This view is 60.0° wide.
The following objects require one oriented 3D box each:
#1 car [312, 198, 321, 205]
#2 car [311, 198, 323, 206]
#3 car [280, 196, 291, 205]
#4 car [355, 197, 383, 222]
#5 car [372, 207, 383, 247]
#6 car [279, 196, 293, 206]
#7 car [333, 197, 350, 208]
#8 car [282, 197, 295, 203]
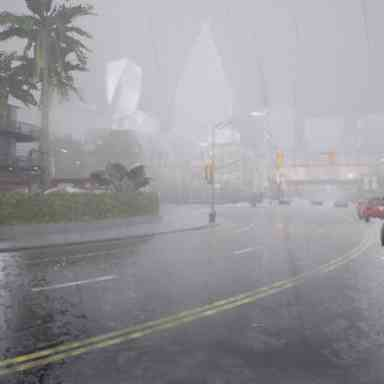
[{"bbox_3d":[28.256,2.121,75.633,1.812,1.442,4.674,0,0,19],"label":"car"},{"bbox_3d":[24.987,2.002,66.146,1.882,1.535,5.008,0,0,19],"label":"car"},{"bbox_3d":[21.234,1.909,75.327,2.185,1.767,4.553,0,0,19],"label":"car"},{"bbox_3d":[15.801,1.477,28.663,2.150,2.045,5.566,0,0,20],"label":"car"},{"bbox_3d":[9.784,1.634,15.135,2.128,1.511,4.902,0,0,34],"label":"car"},{"bbox_3d":[19.272,1.988,69.207,2.097,1.535,5.008,0,0,19],"label":"car"},{"bbox_3d":[26.362,2.055,59.089,1.994,1.385,4.181,0,0,19],"label":"car"},{"bbox_3d":[24.778,2.114,85.502,2.231,1.521,4.892,0,0,29],"label":"car"}]
